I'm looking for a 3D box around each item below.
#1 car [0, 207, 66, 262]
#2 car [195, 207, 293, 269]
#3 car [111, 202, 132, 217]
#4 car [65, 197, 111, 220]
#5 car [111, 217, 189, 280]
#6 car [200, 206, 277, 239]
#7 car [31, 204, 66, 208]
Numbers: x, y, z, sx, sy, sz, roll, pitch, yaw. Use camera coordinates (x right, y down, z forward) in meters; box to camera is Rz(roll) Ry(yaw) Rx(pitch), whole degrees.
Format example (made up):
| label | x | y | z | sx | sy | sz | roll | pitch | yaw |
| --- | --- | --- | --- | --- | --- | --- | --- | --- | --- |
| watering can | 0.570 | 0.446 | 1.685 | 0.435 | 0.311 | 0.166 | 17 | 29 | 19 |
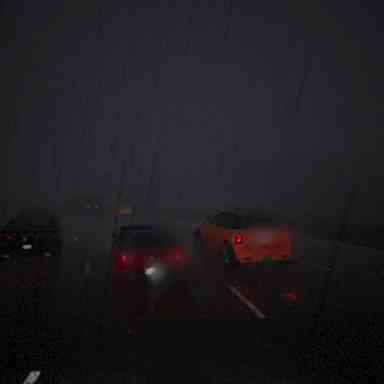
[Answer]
| label | x | y | z | sx | sy | sz | roll | pitch | yaw |
| --- | --- | --- | --- | --- | --- | --- | --- | --- | --- |
| car | -6.018 | 1.580 | 12.784 | 1.882 | 1.535 | 5.008 | 0 | 0 | -20 |
| car | 1.586 | 1.441 | 11.836 | 2.097 | 1.767 | 4.553 | 0 | 0 | -15 |
| car | -8.108 | 1.739 | 33.509 | 5.008 | 1.535 | 1.882 | 0 | -1 | 43 |
| car | -10.290 | 1.465 | 30.906 | 5.566 | 2.045 | 2.150 | 0 | -1 | 43 |
| car | -1.533 | 1.682 | 10.346 | 1.895 | 1.301 | 4.718 | 0 | 0 | -14 |
| car | 2.504 | 1.636 | 19.280 | 2.128 | 1.511 | 4.902 | 0 | -1 | -25 |
| car | -13.230 | 1.831 | 28.863 | 4.718 | 1.301 | 1.895 | 0 | -1 | 42 |
